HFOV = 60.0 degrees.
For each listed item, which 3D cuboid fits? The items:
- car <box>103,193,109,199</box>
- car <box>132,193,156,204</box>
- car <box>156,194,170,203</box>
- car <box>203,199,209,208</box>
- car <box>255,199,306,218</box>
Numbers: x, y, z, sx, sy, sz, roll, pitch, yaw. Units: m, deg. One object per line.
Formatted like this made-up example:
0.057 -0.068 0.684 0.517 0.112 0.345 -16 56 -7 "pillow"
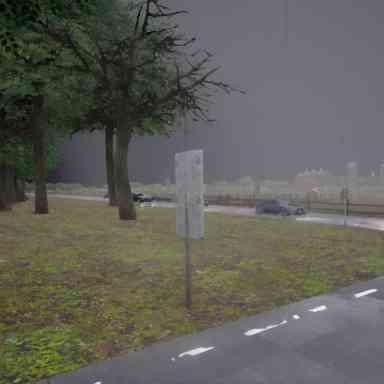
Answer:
-15.482 0.638 63.716 1.994 1.385 4.181 -1 1 -36 "car"
-7.519 0.820 47.692 1.882 1.535 5.008 -1 2 -36 "car"
-5.213 0.897 49.474 1.895 1.301 4.718 -1 1 -36 "car"
-0.061 1.046 37.325 1.812 1.442 4.674 -1 1 -36 "car"
7.195 1.278 27.252 1.994 1.385 4.181 -1 2 -36 "car"
